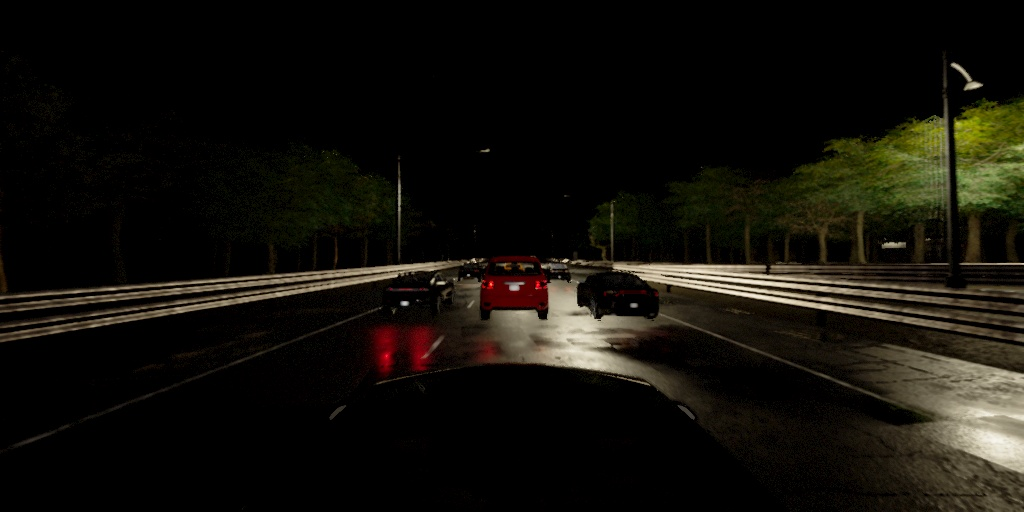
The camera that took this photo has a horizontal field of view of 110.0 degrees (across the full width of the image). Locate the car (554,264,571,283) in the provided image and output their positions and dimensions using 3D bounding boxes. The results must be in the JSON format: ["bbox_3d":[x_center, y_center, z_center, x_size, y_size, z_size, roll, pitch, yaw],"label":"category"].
[{"bbox_3d":[3.578,1.356,29.145,2.128,1.511,4.902,0,0,0],"label":"car"}]

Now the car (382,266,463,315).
[{"bbox_3d":[-3.420,1.310,13.877,2.128,1.511,4.902,0,0,0],"label":"car"}]

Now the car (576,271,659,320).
[{"bbox_3d":[3.577,1.291,12.959,1.882,1.535,5.008,0,0,0],"label":"car"}]

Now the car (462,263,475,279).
[{"bbox_3d":[-3.418,1.343,30.683,1.882,1.535,5.008,0,0,0],"label":"car"}]

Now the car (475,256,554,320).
[{"bbox_3d":[0.081,1.035,13.107,2.150,2.045,5.566,0,0,0],"label":"car"}]
